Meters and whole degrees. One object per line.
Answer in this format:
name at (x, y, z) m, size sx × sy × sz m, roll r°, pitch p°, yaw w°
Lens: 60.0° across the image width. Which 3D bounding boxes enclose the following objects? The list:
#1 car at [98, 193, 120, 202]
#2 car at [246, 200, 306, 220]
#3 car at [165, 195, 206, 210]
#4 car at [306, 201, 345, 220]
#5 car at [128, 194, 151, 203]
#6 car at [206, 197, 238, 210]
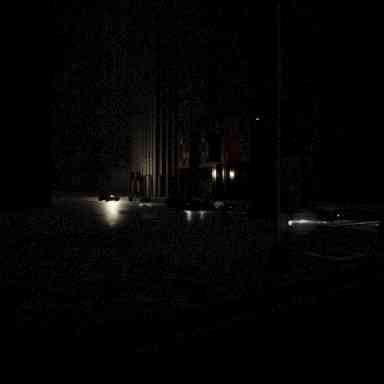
car at (-13.381, 0.880, 53.383) m, size 2.033 × 1.411 × 5.357 m, roll 0°, pitch 1°, yaw -35°
car at (6.130, 1.325, 25.528) m, size 1.994 × 1.385 × 4.181 m, roll 0°, pitch 1°, yaw -36°
car at (-1.003, 1.081, 35.655) m, size 1.882 × 1.535 × 5.008 m, roll 0°, pitch 1°, yaw -35°
car at (9.535, 1.390, 26.365) m, size 1.895 × 1.301 × 4.718 m, roll 0°, pitch 1°, yaw -36°
car at (-8.128, 1.001, 51.499) m, size 1.895 × 1.301 × 4.718 m, roll 0°, pitch 1°, yaw -35°
car at (2.763, 1.239, 35.951) m, size 1.895 × 1.301 × 4.718 m, roll 0°, pitch 1°, yaw -35°
